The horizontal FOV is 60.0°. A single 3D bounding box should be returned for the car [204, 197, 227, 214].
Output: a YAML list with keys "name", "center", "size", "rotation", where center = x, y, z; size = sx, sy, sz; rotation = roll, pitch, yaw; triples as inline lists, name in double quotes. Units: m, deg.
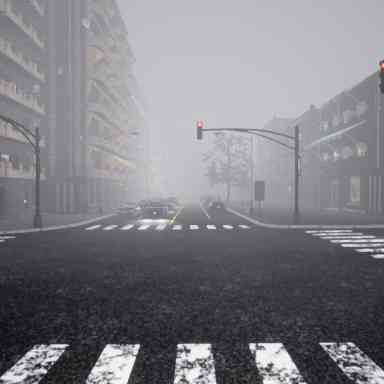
- name: "car"
  center: [2.684, 1.555, 35.707]
  size: [1.947, 1.339, 4.313]
  rotation: [0, 0, 0]

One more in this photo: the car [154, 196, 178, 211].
- name: "car"
  center: [-3.103, 1.534, 40.397]
  size: [2.033, 1.411, 5.357]
  rotation: [0, 0, 0]

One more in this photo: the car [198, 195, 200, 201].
- name: "car"
  center: [2.679, 1.280, 74.441]
  size: [2.192, 1.841, 5.009]
  rotation: [0, 0, 0]

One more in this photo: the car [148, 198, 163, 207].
- name: "car"
  center: [-5.698, 1.562, 52.314]
  size: [1.802, 1.307, 4.206]
  rotation: [0, 0, 0]

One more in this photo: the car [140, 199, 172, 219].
- name: "car"
  center: [-3.112, 1.556, 29.341]
  size: [1.994, 1.385, 4.181]
  rotation: [0, 0, -1]

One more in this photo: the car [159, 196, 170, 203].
- name: "car"
  center: [-5.699, 1.551, 68.915]
  size: [1.802, 1.307, 4.206]
  rotation: [0, 0, 0]

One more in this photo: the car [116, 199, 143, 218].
- name: "car"
  center: [-5.696, 1.542, 30.180]
  size: [2.008, 1.369, 4.403]
  rotation: [0, 0, 0]

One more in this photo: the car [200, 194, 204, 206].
- name: "car"
  center: [2.682, 1.420, 52.308]
  size: [1.967, 1.590, 4.097]
  rotation: [0, 0, 0]

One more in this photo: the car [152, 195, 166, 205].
- name: "car"
  center: [-5.700, 1.417, 57.847]
  size: [1.967, 1.590, 4.097]
  rotation: [0, 0, 0]

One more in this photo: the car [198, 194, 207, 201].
- name: "car"
  center: [2.678, 1.396, 85.508]
  size: [1.967, 1.590, 4.097]
  rotation: [0, 0, 0]

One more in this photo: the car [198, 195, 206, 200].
- name: "car"
  center: [2.679, 1.495, 91.041]
  size: [1.887, 1.381, 4.507]
  rotation: [0, 0, 0]

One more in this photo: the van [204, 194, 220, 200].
- name: "van"
  center: [2.682, 1.327, 41.240]
  size: [1.690, 1.788, 3.998]
  rotation: [0, 0, 0]

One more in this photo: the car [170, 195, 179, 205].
- name: "car"
  center: [-3.081, 1.505, 53.330]
  size: [1.812, 1.442, 4.674]
  rotation: [0, 0, 0]
